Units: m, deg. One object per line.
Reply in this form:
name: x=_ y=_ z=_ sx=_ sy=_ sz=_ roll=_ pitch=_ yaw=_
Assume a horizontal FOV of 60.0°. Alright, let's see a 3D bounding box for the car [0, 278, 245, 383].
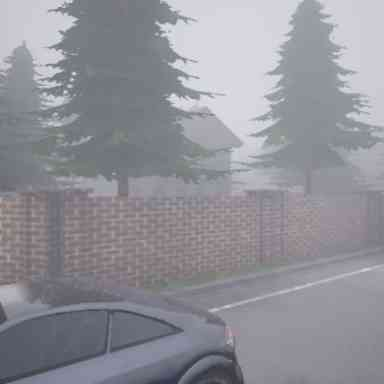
car: x=-1.546 y=1.564 z=2.856 sx=4.181 sy=1.385 sz=1.994 roll=0 pitch=0 yaw=-35
